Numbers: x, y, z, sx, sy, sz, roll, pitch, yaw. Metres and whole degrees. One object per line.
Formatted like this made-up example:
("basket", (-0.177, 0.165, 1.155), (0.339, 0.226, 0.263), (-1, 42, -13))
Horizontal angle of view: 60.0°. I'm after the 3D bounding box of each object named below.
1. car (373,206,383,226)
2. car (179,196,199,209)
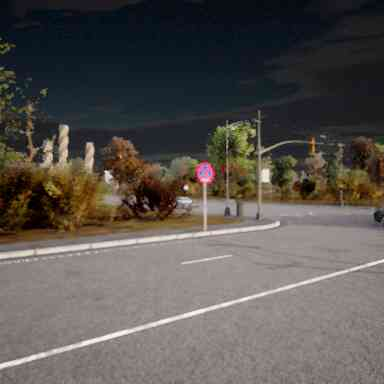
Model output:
("car", (12.437, 1.267, 17.964), (1.837, 1.490, 4.892), (-1, 1, -32))
("car", (-1.029, 1.239, 39.382), (1.812, 1.442, 4.674), (-1, 1, -32))
